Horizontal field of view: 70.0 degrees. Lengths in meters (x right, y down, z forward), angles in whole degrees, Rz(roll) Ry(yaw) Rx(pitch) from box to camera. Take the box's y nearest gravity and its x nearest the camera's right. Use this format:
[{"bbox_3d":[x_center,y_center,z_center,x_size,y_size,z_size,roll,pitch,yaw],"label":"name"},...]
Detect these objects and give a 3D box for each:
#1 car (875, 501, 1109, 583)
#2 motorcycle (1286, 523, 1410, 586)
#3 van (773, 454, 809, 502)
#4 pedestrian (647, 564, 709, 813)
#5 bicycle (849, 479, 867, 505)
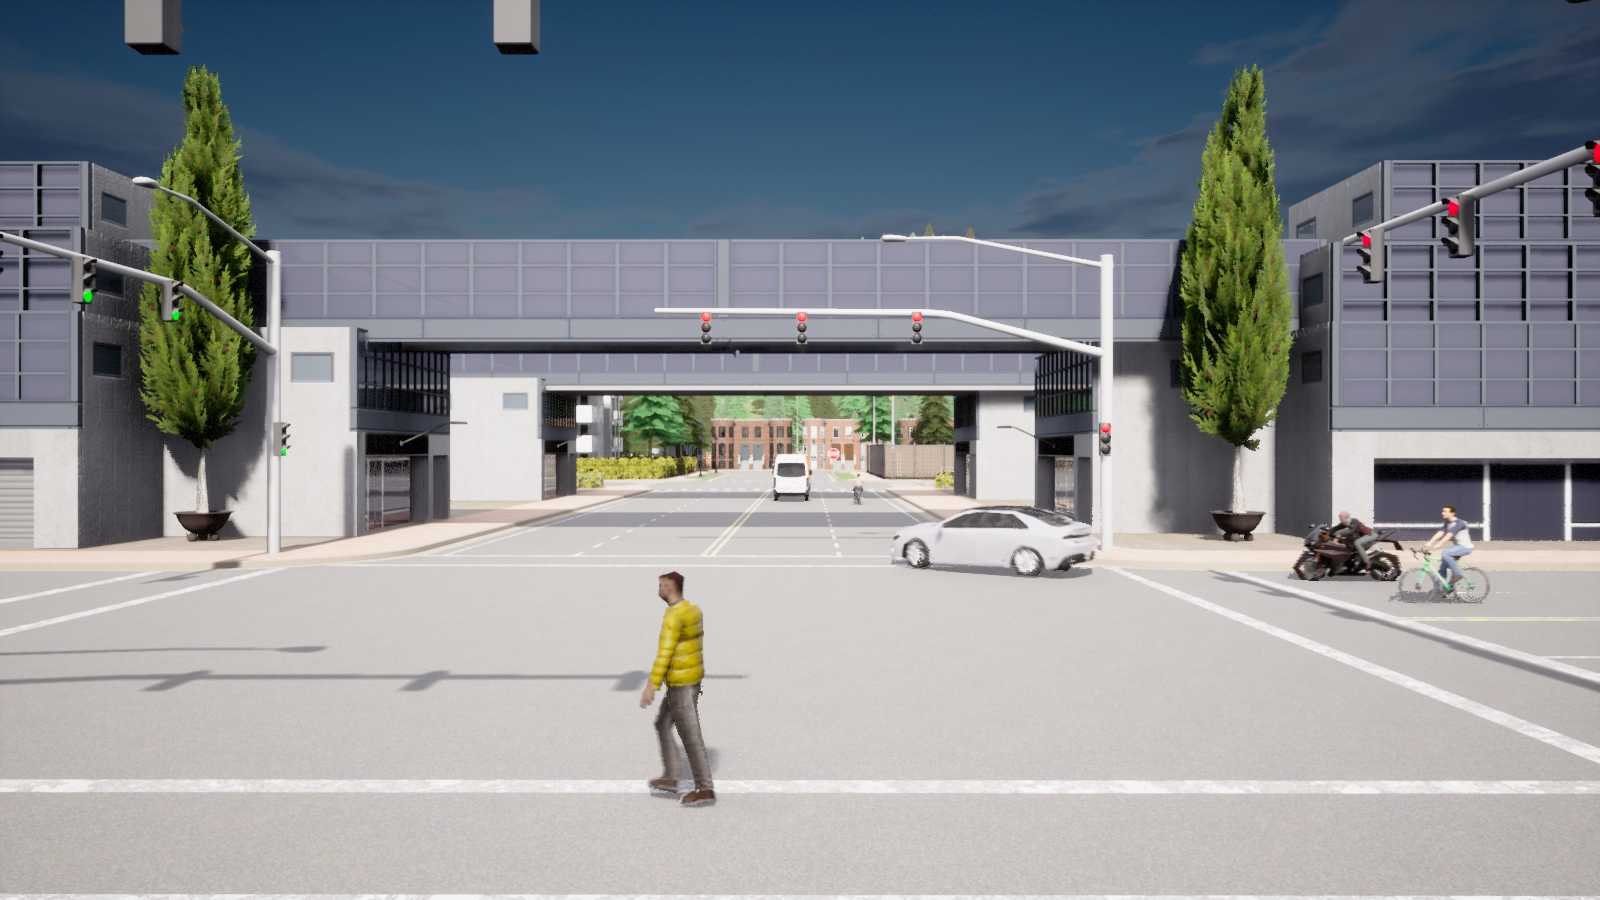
[{"bbox_3d":[4.422,2.061,26.625,4.892,1.480,2.231,0,1,38],"label":"car"},{"bbox_3d":[11.635,2.205,24.300,2.209,1.251,0.867,0,0,2],"label":"motorcycle"},{"bbox_3d":[-0.456,1.534,65.328,1.988,2.561,5.915,0,0,0],"label":"van"},{"bbox_3d":[-0.953,1.848,8.981,0.375,1.860,0.375,0,0,16],"label":"pedestrian"},{"bbox_3d":[3.012,2.157,59.119,0.859,1.276,1.487,0,0,0],"label":"bicycle"}]
